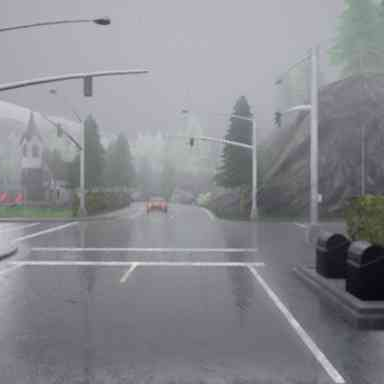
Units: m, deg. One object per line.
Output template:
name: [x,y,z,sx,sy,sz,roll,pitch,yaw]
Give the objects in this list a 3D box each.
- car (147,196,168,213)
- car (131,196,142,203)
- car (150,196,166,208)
car: [-3.783,1.317,36.662,2.097,1.767,4.553,0,0,-2]
car: [-11.548,1.512,66.837,1.994,1.385,4.181,0,0,-32]
car: [-5.151,1.453,49.707,1.837,1.490,4.892,0,1,-12]
